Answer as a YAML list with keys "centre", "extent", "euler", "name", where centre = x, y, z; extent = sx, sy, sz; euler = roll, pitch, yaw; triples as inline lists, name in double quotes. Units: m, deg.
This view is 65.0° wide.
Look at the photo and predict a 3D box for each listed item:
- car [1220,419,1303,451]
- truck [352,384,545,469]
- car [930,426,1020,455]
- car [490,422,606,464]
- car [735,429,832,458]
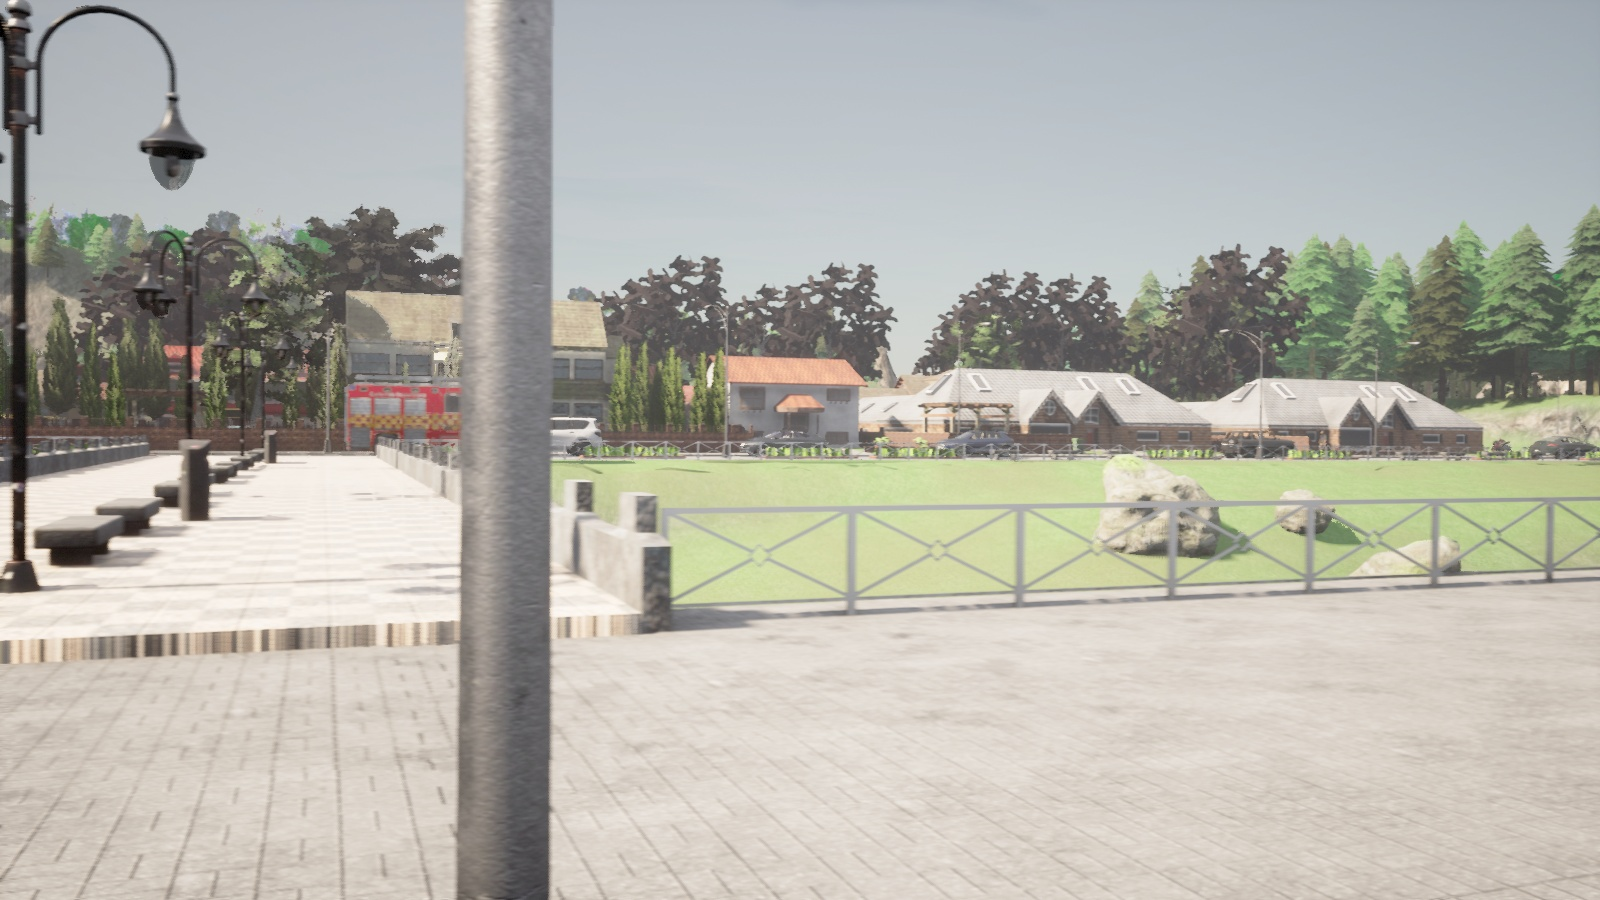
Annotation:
- centre: [27.965, -0.926, 76.070]
  extent: [4.605, 1.855, 1.932]
  euler: [-1, 1, -21]
  name: "car"
- centre: [-16.550, -1.151, 59.169]
  extent: [8.468, 3.827, 2.891]
  euler: [-1, 1, -21]
  name: "truck"
- centre: [10.263, -0.581, 73.634]
  extent: [4.856, 1.649, 2.033]
  euler: [-1, 1, -21]
  name: "car"
- centre: [-12.991, -0.397, 64.808]
  extent: [5.566, 2.045, 2.150]
  euler: [-1, 1, -21]
  name: "car"
- centre: [-0.936, -0.365, 69.385]
  extent: [4.902, 1.511, 2.128]
  euler: [-1, 1, -21]
  name: "car"
